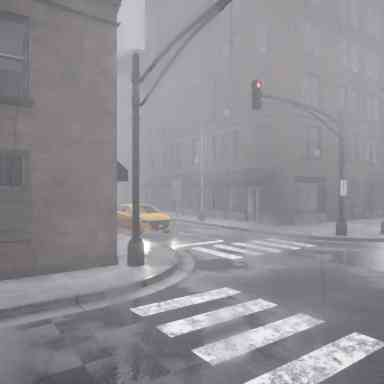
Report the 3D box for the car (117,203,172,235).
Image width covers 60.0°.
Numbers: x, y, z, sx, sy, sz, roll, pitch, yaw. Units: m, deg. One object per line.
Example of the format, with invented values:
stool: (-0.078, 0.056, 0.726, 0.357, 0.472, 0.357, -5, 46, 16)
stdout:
car: (-2.939, 1.382, 18.388, 1.882, 1.535, 5.008, 0, 0, -34)
